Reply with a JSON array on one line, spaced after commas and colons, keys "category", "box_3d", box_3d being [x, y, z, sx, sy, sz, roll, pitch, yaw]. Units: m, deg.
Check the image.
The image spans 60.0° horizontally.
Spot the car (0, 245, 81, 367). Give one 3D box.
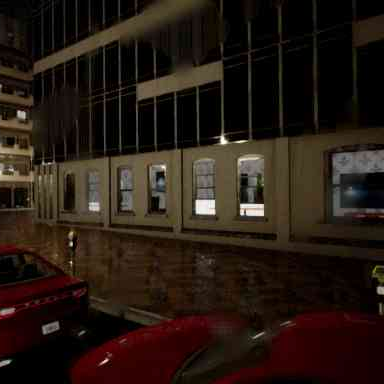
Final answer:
[{"category": "car", "box_3d": [-3.561, 1.546, 5.414, 4.507, 1.381, 1.887, 0, -1, 35]}]

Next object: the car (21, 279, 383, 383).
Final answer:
[{"category": "car", "box_3d": [1.016, 1.545, 2.158, 4.507, 1.381, 1.887, 0, -1, 35]}]
